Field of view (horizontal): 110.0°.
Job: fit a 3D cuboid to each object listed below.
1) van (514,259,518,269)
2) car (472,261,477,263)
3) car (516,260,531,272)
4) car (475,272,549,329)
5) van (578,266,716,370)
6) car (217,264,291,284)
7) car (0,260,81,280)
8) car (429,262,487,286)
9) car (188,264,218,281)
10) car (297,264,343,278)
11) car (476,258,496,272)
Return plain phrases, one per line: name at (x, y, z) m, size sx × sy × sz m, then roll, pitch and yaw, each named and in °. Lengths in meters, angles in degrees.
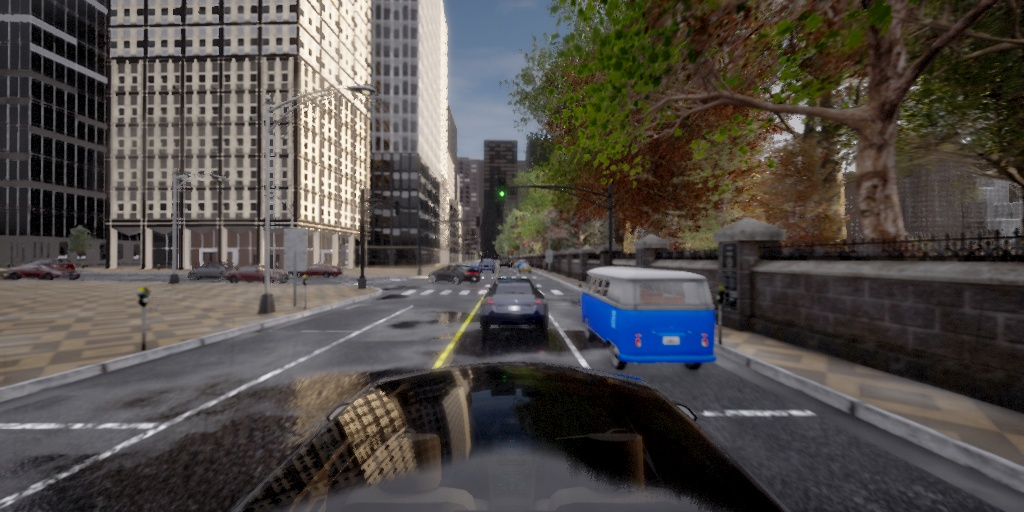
van at (1.703, 1.533, 56.693) m, size 1.690 × 1.789 × 3.998 m, roll 0°, pitch 0°, yaw -2°
car at (-5.869, 1.654, 45.224) m, size 2.007 × 1.370 × 4.403 m, roll 0°, pitch 0°, yaw -1°
car at (1.857, 1.675, 51.320) m, size 1.751 × 1.417 × 4.829 m, roll 0°, pitch 0°, yaw -2°
car at (0.053, 1.397, 11.654) m, size 1.994 × 1.385 × 4.181 m, roll 0°, pitch -1°, yaw 0°
van at (2.549, 1.140, 7.606) m, size 1.690 × 1.789 × 3.998 m, roll 0°, pitch 0°, yaw 0°
car at (-18.276, 1.353, 25.838) m, size 4.207 × 1.307 × 1.802 m, roll 0°, pitch 0°, yaw 3°
car at (-34.804, 1.174, 26.692) m, size 4.207 × 1.307 × 1.802 m, roll 0°, pitch 0°, yaw 3°
car at (-4.548, 1.437, 27.973) m, size 4.892 × 1.490 × 1.837 m, roll 0°, pitch -3°, yaw 42°
car at (-23.216, 1.296, 28.668) m, size 4.181 × 1.385 × 1.994 m, roll 1°, pitch 0°, yaw 3°
car at (-18.257, 1.399, 33.952) m, size 4.207 × 1.307 × 1.802 m, roll 0°, pitch 0°, yaw 3°
car at (-3.529, 1.367, 50.717) m, size 2.150 × 2.045 × 5.566 m, roll 0°, pitch 0°, yaw -2°
